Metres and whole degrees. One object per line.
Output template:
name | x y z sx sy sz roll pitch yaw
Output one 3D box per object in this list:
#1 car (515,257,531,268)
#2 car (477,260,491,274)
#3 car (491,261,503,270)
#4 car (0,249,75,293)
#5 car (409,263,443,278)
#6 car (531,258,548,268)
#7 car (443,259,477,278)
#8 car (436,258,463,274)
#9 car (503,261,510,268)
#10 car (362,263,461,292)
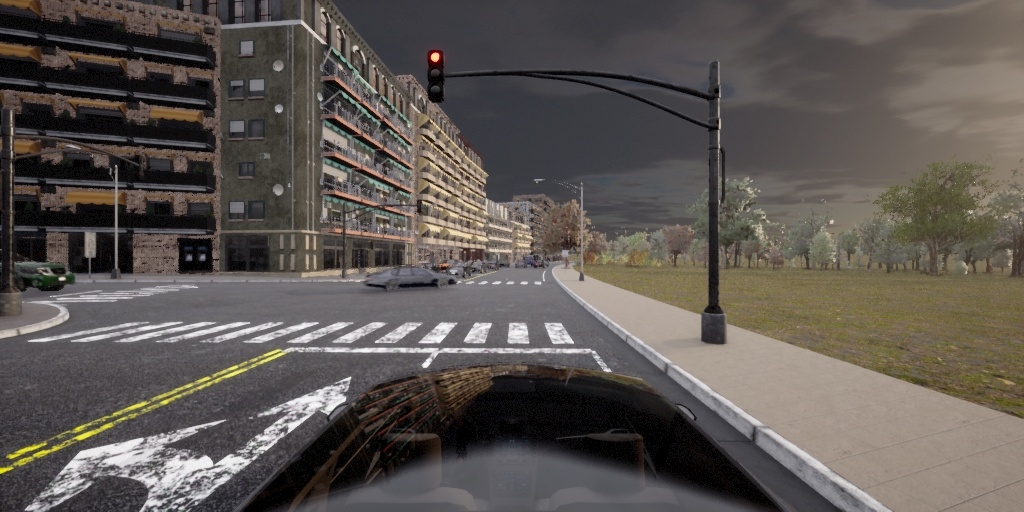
car | 1.739 1.432 64.969 2.128 1.511 4.902 0 0 9
car | -4.267 1.350 44.279 1.837 1.490 4.892 0 0 6
car | -3.114 1.449 54.176 1.994 1.385 4.181 0 0 7
car | -22.769 0.609 15.187 5.566 2.045 2.150 1 0 -19
car | -8.361 1.374 35.347 1.994 1.385 4.181 0 0 5
car | 5.019 1.447 64.915 1.837 1.490 4.892 0 0 9
car | -5.131 1.301 34.976 2.128 1.511 4.902 0 0 5
car | -7.579 1.195 43.767 2.097 1.767 4.553 0 0 6
car | -1.606 1.538 64.797 1.895 1.301 4.718 0 0 9
car | -6.120 1.320 21.676 5.357 1.411 2.033 0 0 -32
